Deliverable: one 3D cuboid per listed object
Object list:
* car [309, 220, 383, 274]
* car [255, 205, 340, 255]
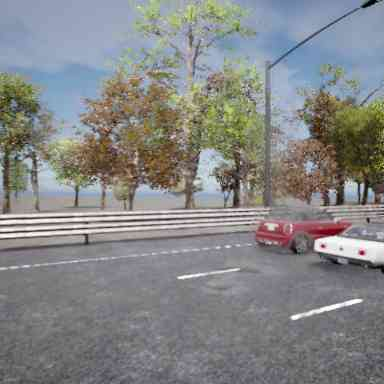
[{"bbox_3d":[6.151,1.653,10.455,4.718,1.301,1.895,0,0,-30],"label":"car"},{"bbox_3d":[4.842,1.407,13.735,4.553,1.767,2.097,0,0,-30],"label":"car"}]
